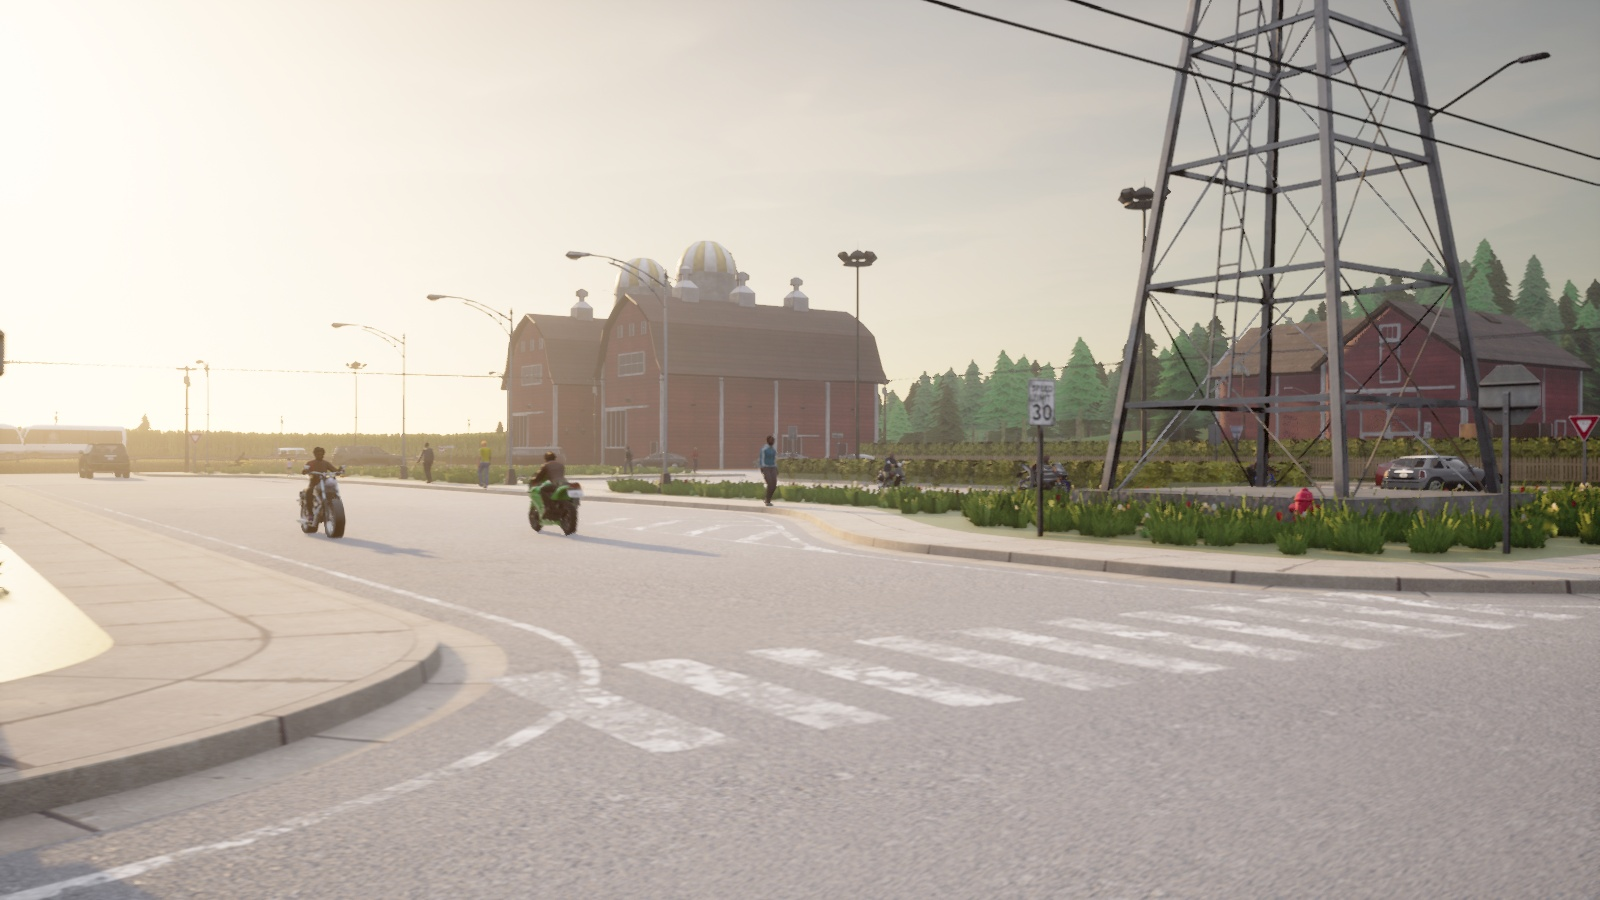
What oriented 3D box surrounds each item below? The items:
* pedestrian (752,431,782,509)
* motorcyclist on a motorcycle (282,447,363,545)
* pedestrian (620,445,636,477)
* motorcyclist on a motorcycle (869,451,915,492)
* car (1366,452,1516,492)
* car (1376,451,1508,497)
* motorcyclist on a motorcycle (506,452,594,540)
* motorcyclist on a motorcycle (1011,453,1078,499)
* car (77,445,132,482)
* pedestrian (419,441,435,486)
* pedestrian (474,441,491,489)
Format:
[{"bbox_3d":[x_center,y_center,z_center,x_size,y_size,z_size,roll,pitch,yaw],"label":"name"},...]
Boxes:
[{"bbox_3d":[-0.819,0.492,31.475,0.396,1.930,0.692,0,0,-41],"label":"pedestrian"},{"bbox_3d":[-8.496,0.779,22.295,0.766,1.649,2.350,0,0,-36],"label":"motorcyclist on a motorcycle"},{"bbox_3d":[-10.262,0.639,74.929,0.563,1.883,0.849,0,0,25],"label":"pedestrian"},{"bbox_3d":[3.642,0.833,49.816,0.866,1.590,1.817,0,0,-35],"label":"motorcyclist on a motorcycle"},{"bbox_3d":[25.077,0.827,49.280,2.163,1.488,4.792,0,0,-35],"label":"car"},{"bbox_3d":[21.367,0.780,41.815,3.806,1.475,1.970,0,0,-24],"label":"car"},{"bbox_3d":[-4.561,0.803,22.812,0.797,1.523,2.044,0,0,-36],"label":"motorcyclist on a motorcycle"},{"bbox_3d":[8.456,0.885,43.438,0.866,1.530,2.191,0,0,-43],"label":"motorcyclist on a motorcycle"},{"bbox_3d":[-40.330,0.767,72.778,2.150,2.045,5.566,0,0,-36],"label":"car"},{"bbox_3d":[-16.207,0.595,54.560,0.423,1.949,0.788,0,0,-38],"label":"pedestrian"},{"bbox_3d":[-11.999,0.564,47.491,0.354,1.836,0.706,0,0,-39],"label":"pedestrian"}]
